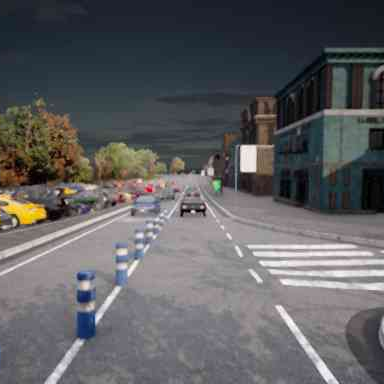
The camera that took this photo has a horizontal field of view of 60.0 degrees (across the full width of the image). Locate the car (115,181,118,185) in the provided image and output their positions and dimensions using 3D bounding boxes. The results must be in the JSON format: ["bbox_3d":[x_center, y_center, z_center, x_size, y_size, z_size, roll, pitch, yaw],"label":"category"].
[{"bbox_3d":[-22.493,-1.576,86.402,4.674,1.452,2.002,0,3,0],"label":"car"}]

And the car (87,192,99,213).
[{"bbox_3d":[-9.900,0.951,25.090,4.792,1.488,2.163,0,1,0],"label":"car"}]

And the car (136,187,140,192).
[{"bbox_3d":[-9.767,0.438,44.596,4.674,1.452,2.002,0,2,0],"label":"car"}]

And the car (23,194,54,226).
[{"bbox_3d":[-9.995,0.999,16.728,5.008,1.535,2.097,0,0,0],"label":"car"}]

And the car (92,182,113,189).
[{"bbox_3d":[-22.483,-1.601,83.612,4.553,1.767,2.185,0,3,0],"label":"car"}]

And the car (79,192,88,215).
[{"bbox_3d":[-9.947,0.958,22.311,4.892,1.521,2.231,0,1,0],"label":"car"}]

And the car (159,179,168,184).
[{"bbox_3d":[-9.380,-1.734,86.306,4.553,1.767,2.185,0,3,0],"label":"car"}]

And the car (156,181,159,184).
[{"bbox_3d":[-9.546,-0.755,66.723,4.553,1.767,2.185,0,3,0],"label":"car"}]

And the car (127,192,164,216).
[{"bbox_3d":[-3.369,0.958,24.924,1.812,1.442,4.674,0,1,0],"label":"car"}]

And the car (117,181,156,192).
[{"bbox_3d":[-9.675,-0.475,58.503,5.566,2.045,2.435,0,3,0],"label":"car"}]

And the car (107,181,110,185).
[{"bbox_3d":[-22.590,-1.167,78.055,4.792,1.488,2.163,0,3,1],"label":"car"}]

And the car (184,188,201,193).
[{"bbox_3d":[0.066,0.238,43.577,2.097,1.767,4.553,0,2,0],"label":"car"}]

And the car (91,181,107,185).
[{"bbox_3d":[-22.591,-1.056,75.275,4.892,1.521,2.231,0,3,0],"label":"car"}]

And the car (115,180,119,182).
[{"bbox_3d":[-22.462,-1.757,89.181,5.008,1.535,2.097,0,3,0],"label":"car"}]

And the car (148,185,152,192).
[{"bbox_3d":[-9.668,-0.046,55.737,4.674,1.452,2.002,0,3,0],"label":"car"}]

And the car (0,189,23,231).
[{"bbox_3d":[-10.055,0.881,13.949,4.553,1.767,2.185,0,0,0],"label":"car"}]

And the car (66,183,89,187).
[{"bbox_3d":[-22.674,-0.619,61.354,5.566,2.045,2.435,0,3,0],"label":"car"}]

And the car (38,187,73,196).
[{"bbox_3d":[-22.746,-0.086,55.681,5.008,1.535,2.097,0,3,0],"label":"car"}]

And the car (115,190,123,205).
[{"bbox_3d":[-9.829,0.778,33.458,4.792,1.488,2.163,0,1,0],"label":"car"}]

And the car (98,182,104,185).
[{"bbox_3d":[-22.614,-0.919,72.493,5.008,1.535,2.097,0,3,0],"label":"car"}]

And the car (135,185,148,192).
[{"bbox_3d":[-9.712,0.172,50.169,5.008,1.535,2.097,0,3,0],"label":"car"}]

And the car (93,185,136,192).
[{"bbox_3d":[-9.819,0.373,41.805,4.553,1.767,2.185,0,2,0],"label":"car"}]

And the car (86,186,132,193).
[{"bbox_3d":[-9.843,0.466,39.027,4.553,1.767,2.185,0,2,0],"label":"car"}]

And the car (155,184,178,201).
[{"bbox_3d":[-3.362,0.197,44.665,2.097,1.767,4.553,0,2,0],"label":"car"}]

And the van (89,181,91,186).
[{"bbox_3d":[-22.563,-0.731,64.136,4.442,1.987,1.878,0,3,0],"label":"van"}]

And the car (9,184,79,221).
[{"bbox_3d":[-10.005,0.732,19.520,5.566,2.045,2.435,0,0,0],"label":"car"}]

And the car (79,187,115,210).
[{"bbox_3d":[-9.851,0.689,30.668,4.553,1.767,2.185,0,1,0],"label":"car"}]

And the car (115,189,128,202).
[{"bbox_3d":[-9.864,0.704,36.245,4.792,1.488,2.163,0,2,0],"label":"car"}]

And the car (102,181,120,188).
[{"bbox_3d":[-22.412,-2.023,91.955,4.553,1.767,2.185,0,3,1],"label":"car"}]

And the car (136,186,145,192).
[{"bbox_3d":[-9.735,0.289,47.382,5.008,1.535,2.097,0,2,0],"label":"car"}]

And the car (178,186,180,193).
[{"bbox_3d":[-3.266,-0.432,64.600,1.895,1.301,4.718,0,3,0],"label":"car"}]

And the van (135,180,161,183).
[{"bbox_3d":[-9.646,-1.138,72.404,4.442,1.987,1.878,0,3,0],"label":"van"}]

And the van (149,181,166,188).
[{"bbox_3d":[-9.271,-1.972,89.018,4.442,1.987,1.878,0,3,0],"label":"van"}]

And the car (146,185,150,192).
[{"bbox_3d":[-9.665,0.076,52.954,4.792,1.488,2.163,0,3,0],"label":"car"}]

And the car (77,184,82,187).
[{"bbox_3d":[-22.912,-0.233,58.587,5.366,1.575,1.946,0,3,0],"label":"car"}]

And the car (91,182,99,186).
[{"bbox_3d":[-22.635,-0.740,69.713,4.674,1.452,2.002,0,3,0],"label":"car"}]

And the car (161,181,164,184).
[{"bbox_3d":[-9.511,-1.051,75.194,5.008,1.535,2.097,0,3,0],"label":"car"}]

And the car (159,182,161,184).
[{"bbox_3d":[-9.559,-0.773,69.634,4.892,1.521,2.231,0,3,0],"label":"car"}]

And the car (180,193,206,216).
[{"bbox_3d":[0.079,1.024,25.293,1.895,1.301,4.718,0,1,0],"label":"car"}]

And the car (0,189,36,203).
[{"bbox_3d":[-22.684,0.493,41.746,5.366,1.575,1.946,0,2,0],"label":"car"}]

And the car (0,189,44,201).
[{"bbox_3d":[-22.851,0.396,44.535,5.008,1.535,2.097,0,2,0],"label":"car"}]

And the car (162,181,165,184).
[{"bbox_3d":[-9.476,-1.190,77.973,5.008,1.535,2.097,0,3,0],"label":"car"}]

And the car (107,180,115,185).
[{"bbox_3d":[-22.509,-1.586,80.825,5.566,2.045,2.435,0,3,0],"label":"car"}]
